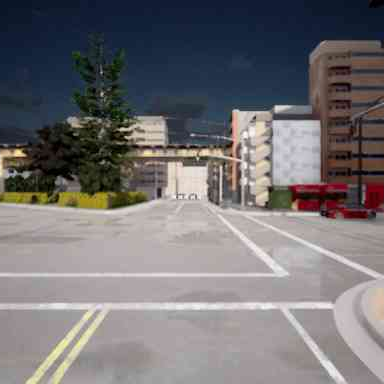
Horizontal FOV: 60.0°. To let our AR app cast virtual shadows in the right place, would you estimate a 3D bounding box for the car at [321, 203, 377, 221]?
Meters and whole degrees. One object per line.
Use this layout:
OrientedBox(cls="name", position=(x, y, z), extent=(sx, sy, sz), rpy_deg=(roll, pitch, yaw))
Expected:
OrientedBox(cls="car", position=(13.008, 1.616, 27.728), extent=(4.181, 1.385, 1.994), rpy_deg=(0, 0, -1))
